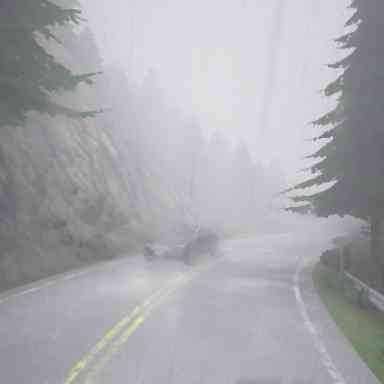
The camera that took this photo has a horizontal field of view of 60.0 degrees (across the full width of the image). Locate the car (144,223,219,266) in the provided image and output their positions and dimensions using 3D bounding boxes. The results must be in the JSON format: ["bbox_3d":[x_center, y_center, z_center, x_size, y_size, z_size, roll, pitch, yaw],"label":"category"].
[{"bbox_3d":[-0.248,2.081,14.029,2.128,1.511,4.902,0,-4,22],"label":"car"}]
